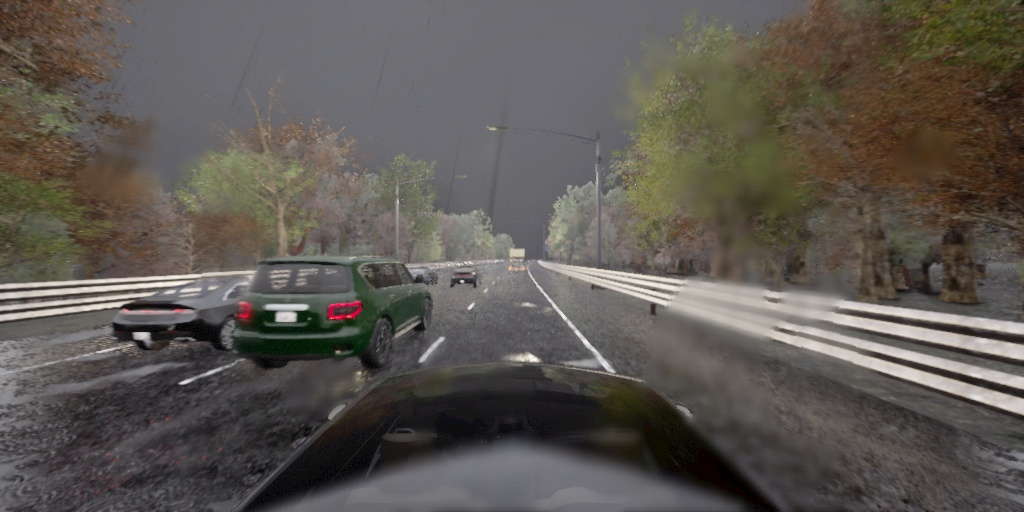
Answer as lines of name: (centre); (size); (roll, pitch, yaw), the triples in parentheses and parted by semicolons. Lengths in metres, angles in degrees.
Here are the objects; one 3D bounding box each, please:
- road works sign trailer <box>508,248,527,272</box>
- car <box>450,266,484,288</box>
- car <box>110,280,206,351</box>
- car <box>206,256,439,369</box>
road works sign trailer: (0.744, 0.591, 53.224); (2.380, 3.560, 2.880); (0, 0, 2)
car: (-3.237, 1.442, 25.973); (1.837, 1.490, 4.892); (0, 0, 1)
car: (-6.881, 1.296, 9.101); (2.128, 1.511, 4.902); (0, 0, 0)
car: (-3.386, 1.022, 8.074); (2.150, 2.045, 5.566); (0, 0, 0)
